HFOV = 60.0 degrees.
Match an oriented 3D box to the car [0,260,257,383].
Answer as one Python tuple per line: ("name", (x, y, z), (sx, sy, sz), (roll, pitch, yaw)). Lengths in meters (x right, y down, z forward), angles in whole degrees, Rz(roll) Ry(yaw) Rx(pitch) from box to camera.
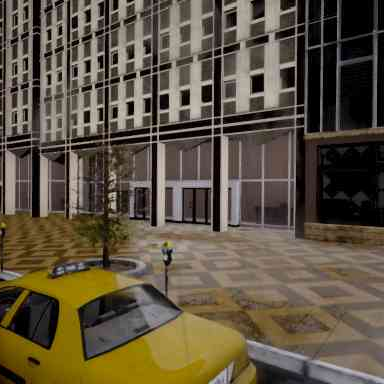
("car", (-1.654, 1.524, 4.076), (4.829, 1.417, 1.752), (0, 1, 36))
